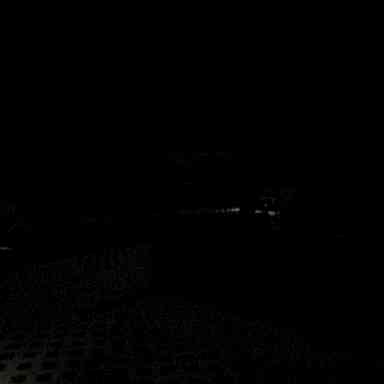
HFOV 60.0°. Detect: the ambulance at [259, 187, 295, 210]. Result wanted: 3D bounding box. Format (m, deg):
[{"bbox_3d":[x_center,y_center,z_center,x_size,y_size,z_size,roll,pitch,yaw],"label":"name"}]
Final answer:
[{"bbox_3d":[9.727,0.694,37.989,2.351,2.431,6.366,3,2,35],"label":"ambulance"}]
